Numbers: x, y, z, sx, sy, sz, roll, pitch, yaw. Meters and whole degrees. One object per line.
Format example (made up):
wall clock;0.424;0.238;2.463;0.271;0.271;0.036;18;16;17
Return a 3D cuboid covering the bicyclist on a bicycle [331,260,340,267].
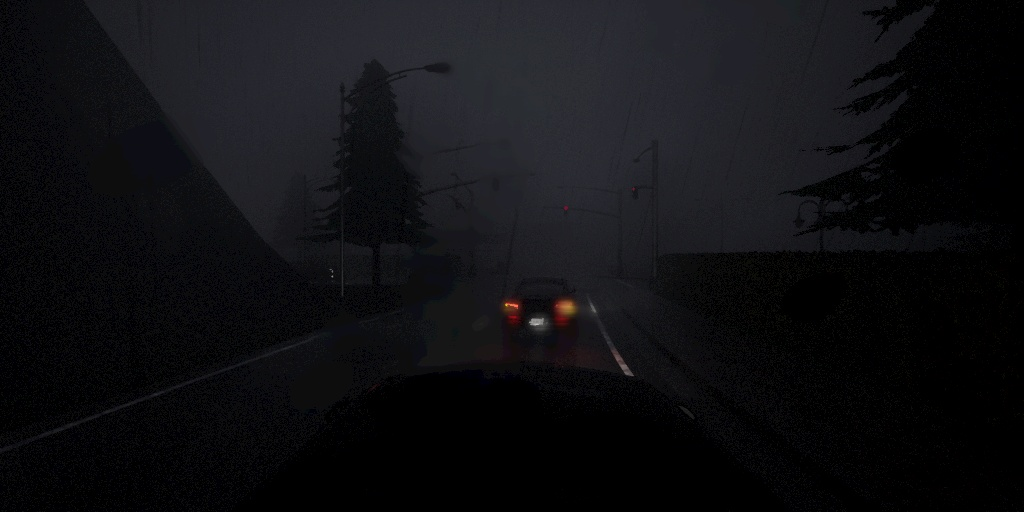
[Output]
bicyclist on a bicycle;-17.361;1.203;35.377;0.582;1.620;1.656;0;0;8

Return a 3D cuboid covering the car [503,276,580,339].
car;0.921;1.276;10.097;1.812;1.442;4.674;0;0;9

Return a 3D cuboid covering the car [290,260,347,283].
car;-15.341;1.102;27.955;4.553;1.767;2.097;0;0;9
